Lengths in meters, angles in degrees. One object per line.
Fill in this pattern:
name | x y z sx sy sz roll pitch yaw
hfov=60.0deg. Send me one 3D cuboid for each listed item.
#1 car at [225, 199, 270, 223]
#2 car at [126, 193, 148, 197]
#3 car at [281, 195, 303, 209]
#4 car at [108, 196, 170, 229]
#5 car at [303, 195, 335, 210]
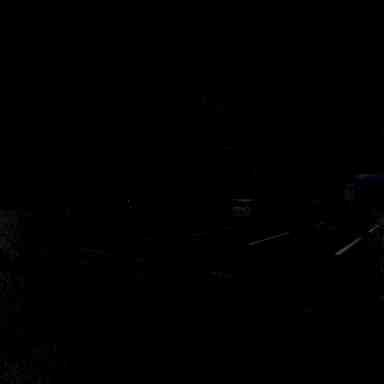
car | 3.906 1.245 22.895 1.970 1.475 3.806 1 1 35
car | -7.384 0.898 42.779 2.097 1.767 4.553 1 0 35
car | 12.192 1.151 39.829 2.007 1.523 4.514 1 1 35
car | -2.806 1.191 18.549 1.845 1.501 3.633 1 1 35
car | 14.786 1.190 38.063 2.152 1.636 5.027 1 1 35
